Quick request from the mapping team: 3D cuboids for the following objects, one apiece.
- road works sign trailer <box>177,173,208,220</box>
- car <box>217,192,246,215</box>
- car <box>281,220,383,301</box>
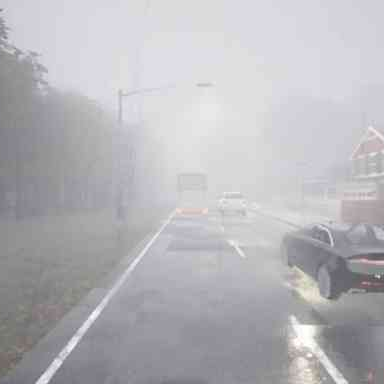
[{"bbox_3d":[0.006,0.297,26.380,2.380,3.560,2.880,0,0,0],"label":"road works sign trailer"},{"bbox_3d":[3.598,1.025,30.742,2.150,2.045,5.566,0,0,0],"label":"car"},{"bbox_3d":[3.603,1.441,8.197,2.128,1.511,4.902,0,0,0],"label":"car"}]
